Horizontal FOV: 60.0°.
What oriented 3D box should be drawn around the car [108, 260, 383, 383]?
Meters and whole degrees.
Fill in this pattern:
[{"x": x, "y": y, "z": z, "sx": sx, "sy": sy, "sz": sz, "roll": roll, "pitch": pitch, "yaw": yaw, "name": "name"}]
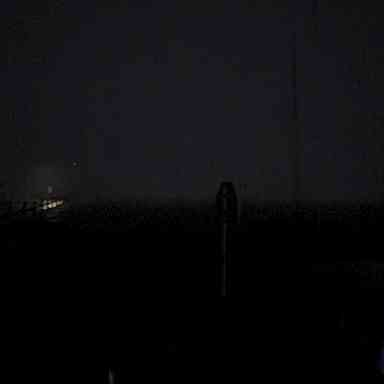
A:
[{"x": 1.925, "y": 1.520, "z": 3.492, "sx": 5.357, "sy": 1.411, "sz": 2.033, "roll": 0, "pitch": 1, "yaw": -19, "name": "car"}]
